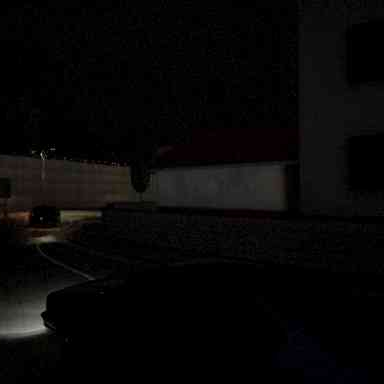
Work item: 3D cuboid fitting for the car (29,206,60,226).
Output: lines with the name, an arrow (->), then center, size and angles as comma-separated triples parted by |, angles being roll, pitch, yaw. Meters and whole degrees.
car -> -11.921, 1.855, 27.066 | 1.882, 1.535, 5.008 | 0, -1, -17

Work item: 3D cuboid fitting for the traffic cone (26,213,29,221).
traffic cone -> -14.875, 2.381, 29.622 | 0.340, 0.580, 0.340 | 0, -1, -22

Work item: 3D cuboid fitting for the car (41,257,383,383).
car -> 0.186, 1.592, 4.171 | 5.357, 1.411, 2.033 | -1, -1, 40

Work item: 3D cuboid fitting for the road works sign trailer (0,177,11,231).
road works sign trailer -> -13.607, 0.805, 22.597 | 2.380, 3.560, 2.880 | 0, -1, -22
